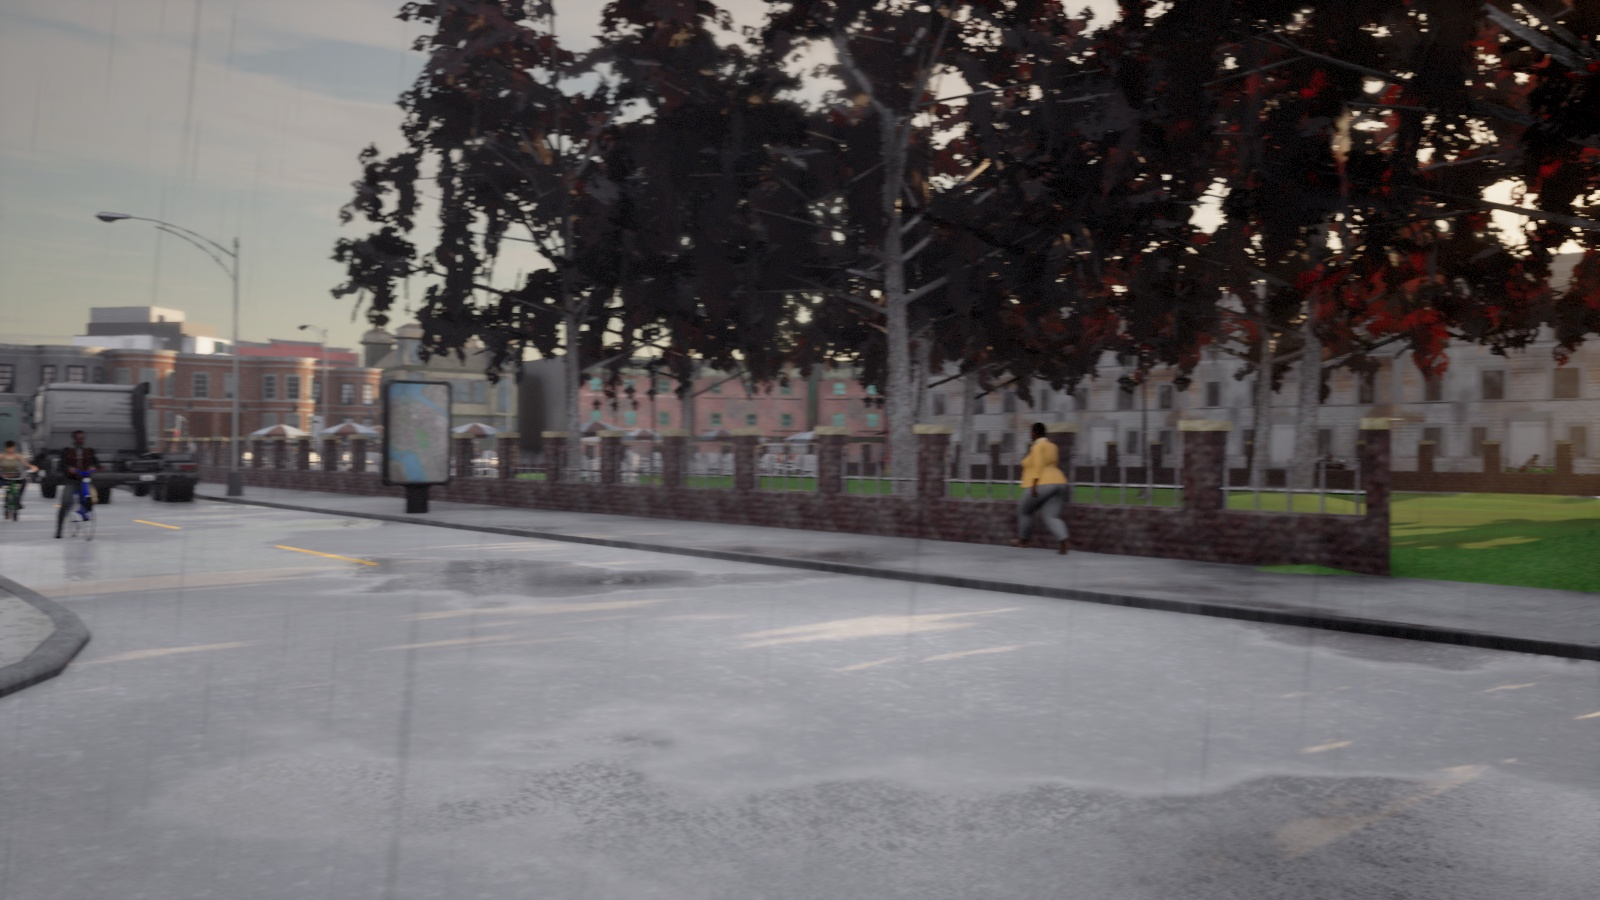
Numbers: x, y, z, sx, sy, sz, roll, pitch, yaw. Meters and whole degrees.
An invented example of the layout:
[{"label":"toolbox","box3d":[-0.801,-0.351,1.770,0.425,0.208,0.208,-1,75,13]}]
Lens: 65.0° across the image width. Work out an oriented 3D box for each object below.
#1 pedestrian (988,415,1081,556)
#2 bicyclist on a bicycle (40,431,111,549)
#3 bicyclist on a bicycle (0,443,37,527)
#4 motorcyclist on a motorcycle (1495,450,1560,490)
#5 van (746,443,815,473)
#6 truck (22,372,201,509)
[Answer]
[{"label":"pedestrian","box3d":[3.197,0.464,17.145,0.874,1.855,0.900,0,0,-41]},{"label":"bicyclist on a bicycle","box3d":[-11.533,0.610,19.962,0.659,1.776,1.843,0,0,-40]},{"label":"bicyclist on a bicycle","box3d":[-15.783,0.674,24.914,0.866,1.612,1.509,0,0,-41]},{"label":"motorcyclist on a motorcycle","box3d":[28.417,0.778,49.075,0.797,1.523,2.044,0,0,-41]},{"label":"van","box3d":[-1.311,0.536,85.445,4.442,1.987,1.775,0,0,13]},{"label":"truck","box3d":[-19.664,-0.244,35.594,2.891,3.462,7.936,0,0,-41]}]
